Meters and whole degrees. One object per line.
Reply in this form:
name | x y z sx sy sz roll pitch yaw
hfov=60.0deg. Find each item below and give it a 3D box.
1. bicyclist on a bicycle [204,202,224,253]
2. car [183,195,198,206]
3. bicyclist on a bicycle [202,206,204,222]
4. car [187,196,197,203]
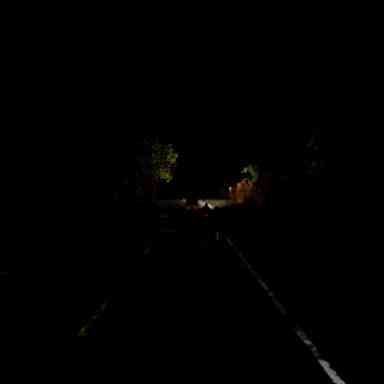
bicyclist on a bicycle | 0.945 1.406 13.020 0.659 1.776 1.843 0 0 0
car | 0.013 1.590 55.594 2.128 1.511 4.902 0 0 0
bicyclist on a bicycle | 0.931 1.506 21.614 0.582 1.620 1.656 0 0 0
car | 0.038 1.648 73.589 2.033 1.411 5.357 0 0 1
